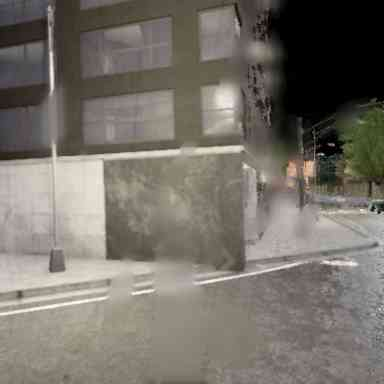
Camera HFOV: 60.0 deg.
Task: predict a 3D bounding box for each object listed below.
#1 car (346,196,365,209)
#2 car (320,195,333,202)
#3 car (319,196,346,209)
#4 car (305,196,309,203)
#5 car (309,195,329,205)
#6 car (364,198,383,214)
[{"bbox_3d":[21.683,1.369,43.423,1.837,1.490,4.892,-2,1,15],"label":"car"},{"bbox_3d":[28.678,1.370,71.061,1.882,1.535,5.008,-2,0,14],"label":"car"},{"bbox_3d":[18.476,1.557,44.015,1.895,1.301,4.718,-2,0,14],"label":"car"},{"bbox_3d":[25.417,1.503,71.409,1.812,1.442,4.674,-2,0,14],"label":"car"},{"bbox_3d":[21.980,1.522,57.816,1.994,1.385,4.181,-2,0,15],"label":"car"},{"bbox_3d":[19.451,1.140,30.923,2.150,2.045,5.566,-6,0,-18],"label":"car"}]
